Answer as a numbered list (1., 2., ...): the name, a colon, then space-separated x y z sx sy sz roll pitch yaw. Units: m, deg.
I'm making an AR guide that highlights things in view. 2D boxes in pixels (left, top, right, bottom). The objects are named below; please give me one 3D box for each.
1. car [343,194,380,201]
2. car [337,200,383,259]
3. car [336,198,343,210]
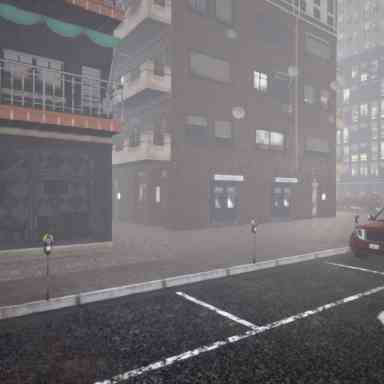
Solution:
1. car: 19.367 1.112 38.952 2.192 1.841 5.009 1 0 -36
2. car: 7.506 1.318 11.424 5.009 1.841 2.192 0 0 -35
3. car: 12.752 1.333 34.202 1.802 1.307 4.206 1 0 -36
